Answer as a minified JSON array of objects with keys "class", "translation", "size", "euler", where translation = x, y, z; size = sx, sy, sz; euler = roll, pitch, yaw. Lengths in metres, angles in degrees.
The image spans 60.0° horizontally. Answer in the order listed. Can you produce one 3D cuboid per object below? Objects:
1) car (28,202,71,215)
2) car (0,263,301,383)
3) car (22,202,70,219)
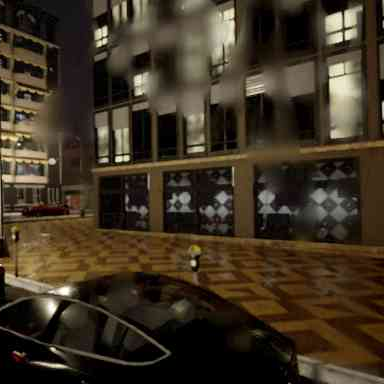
[{"class":"car","translation":[-16.800,1.903,39.478],"size":[1.947,1.339,4.313],"euler":[-2,-1,35]},{"class":"car","translation":[-1.031,1.580,3.620],"size":[4.313,1.339,1.947],"euler":[0,-1,35]},{"class":"car","translation":[-13.155,1.704,30.123],"size":[1.802,1.307,4.206],"euler":[-2,-1,35]}]
